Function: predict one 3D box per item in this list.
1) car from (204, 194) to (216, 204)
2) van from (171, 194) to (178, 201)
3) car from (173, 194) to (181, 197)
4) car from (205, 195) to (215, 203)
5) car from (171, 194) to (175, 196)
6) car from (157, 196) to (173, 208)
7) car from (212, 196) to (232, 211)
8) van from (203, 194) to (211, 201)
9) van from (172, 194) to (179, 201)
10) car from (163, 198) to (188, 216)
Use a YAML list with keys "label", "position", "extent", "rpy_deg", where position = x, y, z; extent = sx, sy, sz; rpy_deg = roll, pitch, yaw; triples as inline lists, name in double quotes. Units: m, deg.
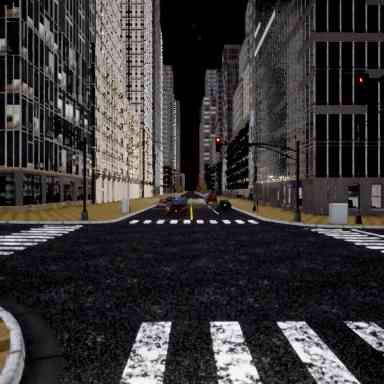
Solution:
- label: "car"
  position: [3.755, 1.313, 63.856]
  extent: [2.192, 1.841, 5.009]
  rpy_deg: [0, 0, 0]
- label: "van"
  position: [-4.203, 1.321, 80.402]
  extent: [1.690, 1.788, 3.998]
  rpy_deg: [0, 0, 0]
- label: "car"
  position: [-1.610, 1.552, 55.448]
  extent: [2.033, 1.411, 5.357]
  rpy_deg: [0, 0, 0]
- label: "car"
  position: [3.729, 1.432, 69.384]
  extent: [1.967, 1.590, 4.097]
  rpy_deg: [0, 0, 0]
- label: "car"
  position: [-4.125, 1.564, 63.819]
  extent: [1.947, 1.339, 4.313]
  rpy_deg: [0, 0, 0]
- label: "car"
  position: [-4.048, 1.593, 47.236]
  extent: [1.802, 1.307, 4.206]
  rpy_deg: [0, 0, 0]
- label: "car"
  position: [3.908, 1.579, 41.747]
  extent: [1.947, 1.339, 4.313]
  rpy_deg: [0, 0, 0]
- label: "van"
  position: [3.677, 1.321, 80.439]
  extent: [1.690, 1.788, 3.998]
  rpy_deg: [0, 0, 0]
- label: "van"
  position: [-4.229, 1.315, 85.929]
  extent: [1.690, 1.788, 3.998]
  rpy_deg: [0, 0, 0]
- label: "car"
  position: [-1.517, 1.581, 33.078]
  extent: [1.994, 1.385, 4.181]
  rpy_deg: [0, 0, 0]
